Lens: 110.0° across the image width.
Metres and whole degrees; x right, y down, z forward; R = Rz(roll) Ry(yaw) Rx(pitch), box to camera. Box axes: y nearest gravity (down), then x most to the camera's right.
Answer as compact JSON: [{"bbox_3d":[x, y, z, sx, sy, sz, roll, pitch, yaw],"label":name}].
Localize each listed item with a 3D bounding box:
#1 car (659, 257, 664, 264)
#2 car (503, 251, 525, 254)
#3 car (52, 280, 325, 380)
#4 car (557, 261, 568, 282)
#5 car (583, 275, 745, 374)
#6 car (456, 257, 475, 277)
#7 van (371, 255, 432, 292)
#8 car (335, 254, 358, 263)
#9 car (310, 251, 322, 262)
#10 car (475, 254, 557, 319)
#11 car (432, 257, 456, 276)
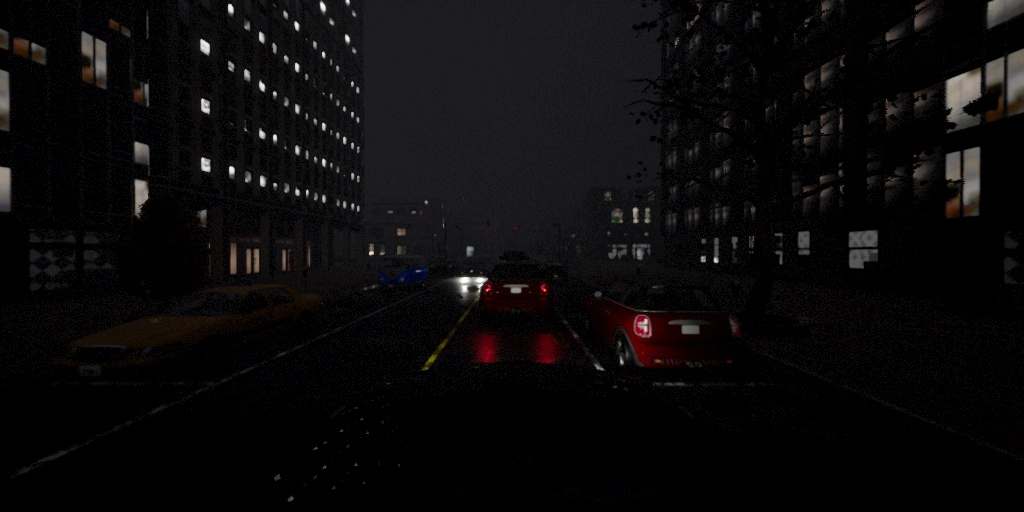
[{"bbox_3d":[23.766,0.692,53.090,4.207,1.307,1.802,0,0,1],"label":"car"},{"bbox_3d":[0.157,0.582,28.634,2.150,2.045,5.566,0,1,0],"label":"car"},{"bbox_3d":[-5.677,1.191,7.245,1.751,1.417,4.829,0,0,0],"label":"car"},{"bbox_3d":[2.745,0.971,24.453,2.007,1.370,4.403,0,0,0],"label":"car"},{"bbox_3d":[2.704,1.109,7.379,1.967,1.591,4.097,0,0,0],"label":"car"},{"bbox_3d":[-3.029,0.918,28.926,1.994,1.385,4.181,0,1,0],"label":"car"},{"bbox_3d":[-5.650,0.841,18.799,1.690,1.789,3.998,0,0,0],"label":"van"},{"bbox_3d":[-25.290,0.405,53.995,4.403,1.370,2.007,0,0,1],"label":"car"},{"bbox_3d":[-30.826,0.143,54.093,5.009,1.841,2.192,0,0,1],"label":"car"},{"bbox_3d":[0.111,0.950,12.124,2.097,1.767,4.553,0,1,0],"label":"car"},{"bbox_3d":[-5.622,0.774,30.181,1.967,1.591,4.097,0,0,0],"label":"car"}]
